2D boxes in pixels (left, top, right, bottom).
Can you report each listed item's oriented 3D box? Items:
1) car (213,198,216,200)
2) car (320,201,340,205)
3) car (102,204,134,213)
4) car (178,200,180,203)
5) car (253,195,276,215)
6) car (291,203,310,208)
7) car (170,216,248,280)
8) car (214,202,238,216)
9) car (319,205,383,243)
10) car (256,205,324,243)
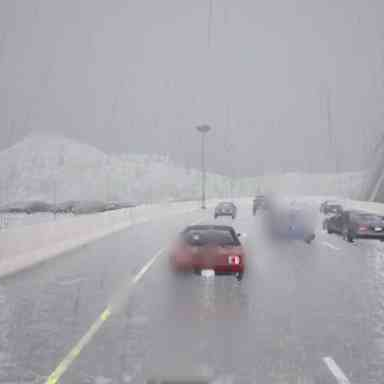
[{"bbox_3d":[4.644,1.872,71.807,1.895,1.301,4.718,0,0,23],"label":"car"},{"bbox_3d":[15.000,1.675,35.921,1.812,1.442,4.674,0,0,13],"label":"car"},{"bbox_3d":[-7.271,1.722,33.099,1.895,1.301,4.718,0,0,11],"label":"car"},{"bbox_3d":[-1.502,1.780,75.219,1.837,1.490,4.892,0,0,23],"label":"car"},{"bbox_3d":[7.663,1.363,35.314,2.150,2.045,5.566,0,0,12],"label":"car"},{"bbox_3d":[11.011,1.741,34.242,1.895,1.301,4.718,0,0,12],"label":"car"},{"bbox_3d":[0.542,1.641,10.106,1.895,1.301,4.718,0,0,4],"label":"car"},{"bbox_3d":[3.218,1.669,31.124,2.033,1.411,5.357,0,0,11],"label":"car"},{"bbox_3d":[8.103,1.617,16.499,2.033,1.411,5.357,0,0,6],"label":"car"},{"bbox_3d":[4.576,1.614,16.427,2.033,1.411,5.357,0,0,6],"label":"car"}]
